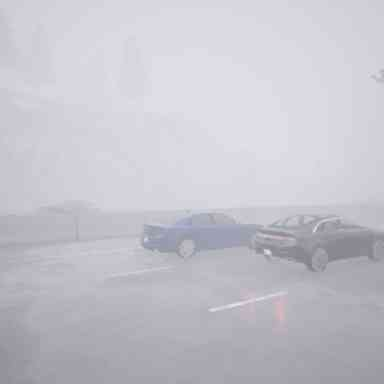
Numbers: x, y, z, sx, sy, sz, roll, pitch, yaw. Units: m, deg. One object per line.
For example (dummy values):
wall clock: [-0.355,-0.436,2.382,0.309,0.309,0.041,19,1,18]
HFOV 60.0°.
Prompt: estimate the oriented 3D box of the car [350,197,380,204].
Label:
car: [24.738,1.323,46.922,4.718,1.301,1.895,0,0,-18]

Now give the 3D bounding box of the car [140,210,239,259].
car: [0.562,1.415,12.339,5.008,1.535,1.882,0,0,-32]

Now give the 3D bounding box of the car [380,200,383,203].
car: [27.833,1.294,44.210,4.181,1.385,1.994,0,0,-17]

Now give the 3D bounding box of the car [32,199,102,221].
car: [-9.971,1.378,26.577,4.902,1.511,2.128,0,0,-32]

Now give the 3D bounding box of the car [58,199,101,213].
car: [-9.016,1.450,23.092,5.357,1.411,2.033,0,0,-33]

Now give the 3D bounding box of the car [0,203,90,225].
car: [-8.680,1.522,19.120,4.718,1.301,1.895,0,0,-33]

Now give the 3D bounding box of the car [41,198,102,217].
car: [-10.888,1.376,30.140,4.892,1.490,1.837,0,0,-32]

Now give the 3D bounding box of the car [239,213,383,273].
car: [4.142,1.432,10.431,4.902,1.511,2.128,0,0,-32]
